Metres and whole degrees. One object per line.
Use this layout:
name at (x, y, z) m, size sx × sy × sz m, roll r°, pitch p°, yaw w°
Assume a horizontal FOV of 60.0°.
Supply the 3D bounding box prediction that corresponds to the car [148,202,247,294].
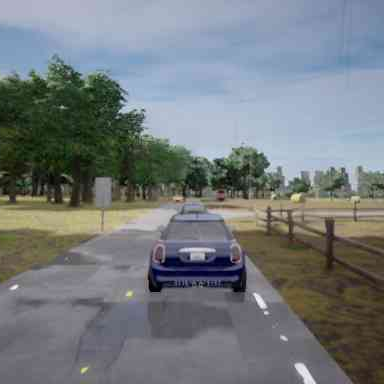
car at (0.112, 1.317, 8.869) m, size 2.097 × 1.767 × 4.553 m, roll 0°, pitch 0°, yaw 0°

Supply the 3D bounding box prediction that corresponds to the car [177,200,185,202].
car at (0.132, 1.439, 19.416) m, size 1.837 × 1.490 × 4.892 m, roll 0°, pitch 0°, yaw 0°

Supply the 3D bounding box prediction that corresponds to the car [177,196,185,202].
car at (-2.611, 1.560, 80.160) m, size 1.994 × 1.385 × 4.181 m, roll 0°, pitch 0°, yaw 0°

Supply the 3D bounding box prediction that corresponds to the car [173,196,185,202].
car at (-2.670, 1.426, 63.878) m, size 1.882 × 1.535 × 5.008 m, roll 0°, pitch 0°, yaw 1°
